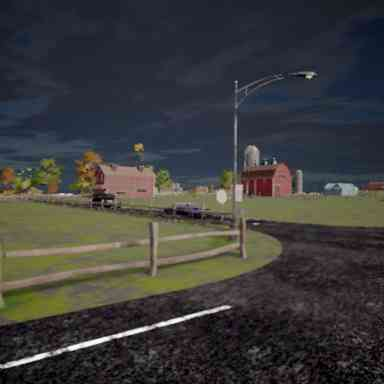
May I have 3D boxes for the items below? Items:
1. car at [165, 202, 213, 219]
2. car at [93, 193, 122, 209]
[{"bbox_3d":[-0.301,1.568,28.126,1.895,1.301,4.718,1,-1,-36],"label":"car"},{"bbox_3d":[-11.079,1.165,43.145,2.150,2.045,5.566,1,0,-36],"label":"car"}]
